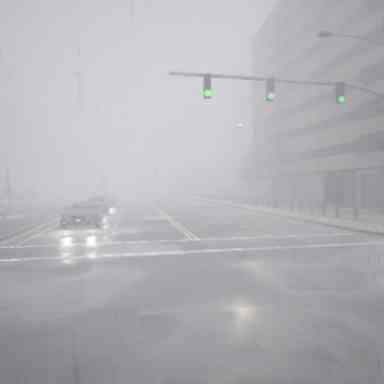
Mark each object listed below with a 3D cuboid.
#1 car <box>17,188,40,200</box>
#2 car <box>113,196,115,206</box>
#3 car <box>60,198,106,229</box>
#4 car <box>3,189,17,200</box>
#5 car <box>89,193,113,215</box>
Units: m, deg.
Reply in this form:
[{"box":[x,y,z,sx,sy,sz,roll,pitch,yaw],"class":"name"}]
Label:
[{"box":[-27.665,0.334,56.867,1.932,1.855,4.605,-1,1,-11],"class":"car"},{"box":[-10.054,0.877,38.950,2.128,1.511,4.902,-1,1,-10],"class":"car"},{"box":[-6.375,1.277,19.517,1.994,1.385,4.181,-1,1,-11],"class":"car"},{"box":[-30.520,0.365,56.391,1.905,1.878,3.866,-1,1,-11],"class":"car"},{"box":[-7.999,1.072,28.080,1.837,1.490,4.892,-1,1,-10],"class":"car"}]
